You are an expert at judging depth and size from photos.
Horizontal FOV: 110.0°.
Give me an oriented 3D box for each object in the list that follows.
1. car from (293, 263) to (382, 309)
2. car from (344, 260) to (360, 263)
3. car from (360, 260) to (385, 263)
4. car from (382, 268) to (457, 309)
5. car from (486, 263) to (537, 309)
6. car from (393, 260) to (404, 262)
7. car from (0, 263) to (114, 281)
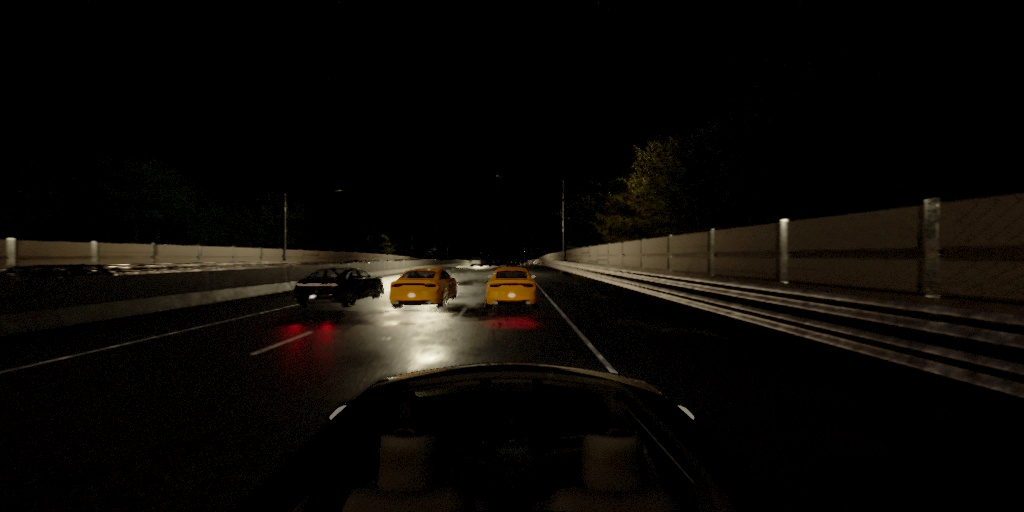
[{"bbox_3d":[-7.009,1.237,15.025,2.128,1.511,4.902,0,0,0],"label":"car"},{"bbox_3d":[-24.567,1.306,55.563,1.837,1.490,4.892,0,0,1],"label":"car"},{"bbox_3d":[-21.070,1.300,55.666,2.128,1.511,4.902,0,0,1],"label":"car"},{"bbox_3d":[-3.509,1.224,15.028,1.882,1.535,5.008,0,0,0],"label":"car"},{"bbox_3d":[-0.009,1.225,15.031,1.882,1.535,5.008,0,0,0],"label":"car"},{"bbox_3d":[-17.572,1.334,55.590,1.812,1.442,4.674,0,0,1],"label":"car"},{"bbox_3d":[-17.592,1.093,13.317,2.097,1.767,4.553,0,0,0],"label":"car"}]
